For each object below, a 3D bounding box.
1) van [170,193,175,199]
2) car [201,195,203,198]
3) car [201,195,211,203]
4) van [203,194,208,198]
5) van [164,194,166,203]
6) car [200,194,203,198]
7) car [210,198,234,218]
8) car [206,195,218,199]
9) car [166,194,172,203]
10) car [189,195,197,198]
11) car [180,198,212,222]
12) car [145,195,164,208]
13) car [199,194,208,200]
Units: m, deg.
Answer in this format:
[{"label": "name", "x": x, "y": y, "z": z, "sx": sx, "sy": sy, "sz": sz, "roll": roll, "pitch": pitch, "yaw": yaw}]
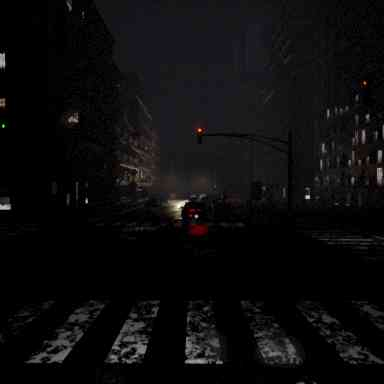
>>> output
[{"label": "van", "x": -5.466, "y": 1.242, "z": 75.186, "sx": 1.690, "sy": 1.788, "sz": 3.998, "roll": -1, "pitch": 0, "yaw": 0}, {"label": "car", "x": 2.812, "y": 1.490, "z": 52.607, "sx": 1.887, "sy": 1.381, "sz": 4.507, "roll": -1, "pitch": 0, "yaw": 0}, {"label": "car", "x": 2.871, "y": 1.353, "z": 69.544, "sx": 1.967, "sy": 1.590, "sz": 4.097, "roll": -1, "pitch": 0, "yaw": 0}, {"label": "van", "x": 2.791, "y": 1.295, "z": 46.961, "sx": 1.690, "sy": 1.788, "sz": 3.998, "roll": -1, "pitch": 0, "yaw": 0}, {"label": "van", "x": -5.538, "y": 1.286, "z": 52.601, "sx": 1.690, "sy": 1.788, "sz": 3.998, "roll": -1, "pitch": 0, "yaw": 0}, {"label": "car", "x": 2.847, "y": 1.365, "z": 63.898, "sx": 1.967, "sy": 1.590, "sz": 4.097, "roll": -1, "pitch": 0, "yaw": 0}, {"label": "car", "x": 2.740, "y": 1.522, "z": 30.024, "sx": 1.887, "sy": 1.381, "sz": 4.507, "roll": -1, "pitch": 0, "yaw": 0}, {"label": "car", "x": 2.756, "y": 1.410, "z": 35.669, "sx": 1.967, "sy": 1.590, "sz": 4.097, "roll": -1, "pitch": 0, "yaw": 0}, {"label": "car", "x": -5.499, "y": 1.470, "z": 63.892, "sx": 1.887, "sy": 1.381, "sz": 4.507, "roll": -1, "pitch": 0, "yaw": 0}, {"label": "car", "x": 0.251, "y": 1.426, "z": 71.143, "sx": 2.128, "sy": 1.511, "sz": 4.902, "roll": 0, "pitch": 0, "yaw": 0}, {"label": "car", "x": 0.182, "y": 1.486, "z": 26.206, "sx": 1.837, "sy": 1.490, "sz": 4.892, "roll": -1, "pitch": 0, "yaw": -3}, {"label": "car", "x": -5.553, "y": 1.520, "z": 46.955, "sx": 1.947, "sy": 1.339, "sz": 4.313, "roll": -1, "pitch": 0, "yaw": 0}, {"label": "car", "x": 2.956, "y": 1.313, "z": 86.482, "sx": 1.967, "sy": 1.590, "sz": 4.097, "roll": -1, "pitch": 0, "yaw": 0}]
